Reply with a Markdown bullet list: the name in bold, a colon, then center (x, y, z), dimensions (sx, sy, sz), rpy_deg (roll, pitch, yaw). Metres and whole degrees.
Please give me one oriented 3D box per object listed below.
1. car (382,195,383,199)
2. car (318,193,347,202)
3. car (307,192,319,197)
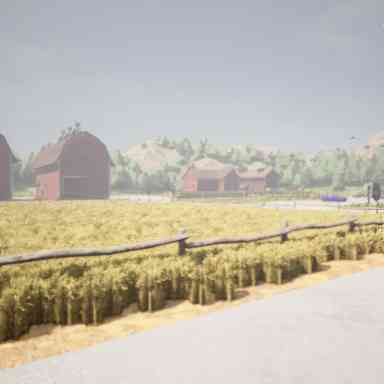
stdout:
- **car**: center (47.318, 0.896, 79.058), dimensions (1.905, 1.878, 3.866), rpy_deg (0, 0, -36)
- **car**: center (27.772, 1.191, 64.782), dimensions (2.242, 1.667, 4.611), rpy_deg (0, 0, -36)
- **car**: center (31.272, 0.948, 83.751), dimensions (1.932, 1.855, 4.605), rpy_deg (0, 0, -36)
